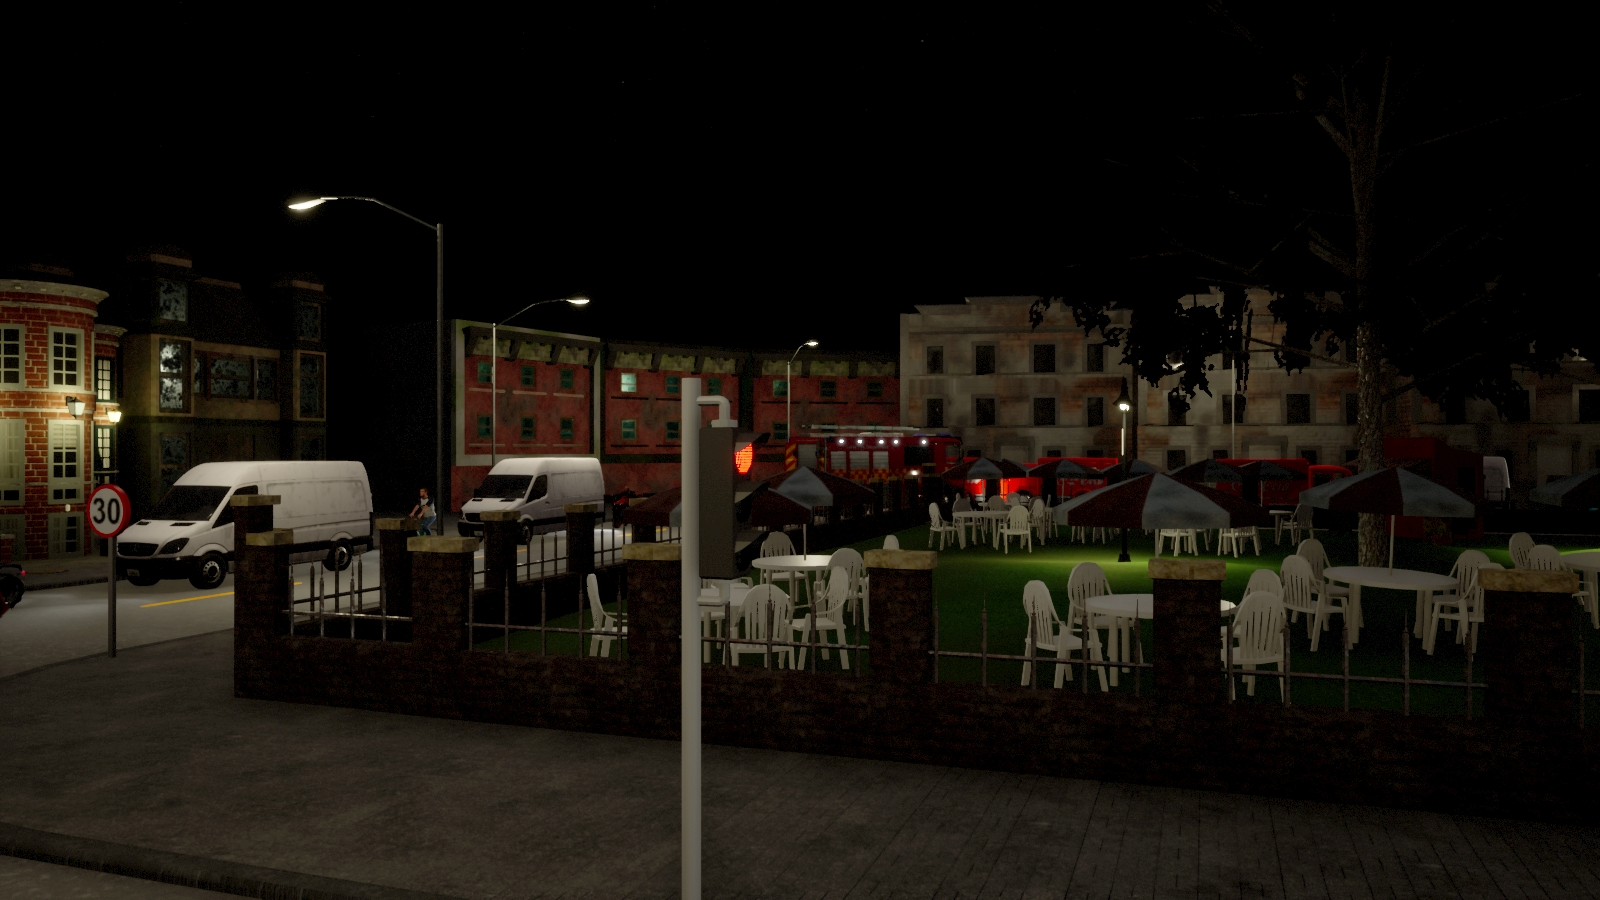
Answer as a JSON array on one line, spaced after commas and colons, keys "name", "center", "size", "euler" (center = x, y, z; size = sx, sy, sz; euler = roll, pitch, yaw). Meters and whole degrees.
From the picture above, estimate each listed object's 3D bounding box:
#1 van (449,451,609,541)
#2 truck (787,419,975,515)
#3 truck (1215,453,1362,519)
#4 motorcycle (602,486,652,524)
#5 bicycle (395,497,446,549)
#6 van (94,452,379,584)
[{"name": "van", "center": [-8.336, 1.314, 35.864], "size": [1.988, 2.561, 5.915], "euler": [0, 0, 20]}, {"name": "truck", "center": [3.640, 0.672, 49.313], "size": [8.468, 3.827, 2.891], "euler": [0, 0, -40]}, {"name": "truck", "center": [19.130, 1.348, 45.052], "size": [5.204, 2.467, 2.627], "euler": [0, 0, 20]}, {"name": "motorcycle", "center": [-6.279, 1.985, 41.598], "size": [0.867, 1.251, 2.209], "euler": [0, 0, 20]}, {"name": "bicycle", "center": [-10.162, 1.936, 30.641], "size": [0.373, 1.296, 1.643], "euler": [0, 0, 20]}, {"name": "van", "center": [-12.115, 1.315, 25.192], "size": [1.988, 2.561, 5.915], "euler": [0, 0, 20]}]
